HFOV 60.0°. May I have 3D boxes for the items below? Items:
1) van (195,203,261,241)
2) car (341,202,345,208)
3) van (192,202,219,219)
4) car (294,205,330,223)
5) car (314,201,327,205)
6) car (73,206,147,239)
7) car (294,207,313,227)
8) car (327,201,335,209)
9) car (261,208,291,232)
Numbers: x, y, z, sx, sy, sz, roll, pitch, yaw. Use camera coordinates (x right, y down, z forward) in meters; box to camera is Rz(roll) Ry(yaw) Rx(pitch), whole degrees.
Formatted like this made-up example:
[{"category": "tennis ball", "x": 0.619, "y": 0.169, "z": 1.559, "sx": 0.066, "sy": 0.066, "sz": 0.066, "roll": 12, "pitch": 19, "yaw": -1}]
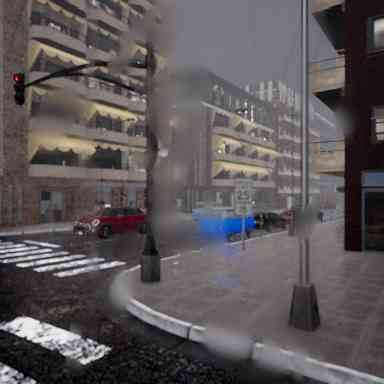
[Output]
[{"category": "van", "x": 2.157, "y": 1.703, "z": 18.834, "sx": 1.690, "sy": 1.788, "sz": 3.998, "roll": -1, "pitch": -2, "yaw": 35}, {"category": "car", "x": 40.019, "y": 3.373, "z": 86.795, "sx": 1.752, "sy": 1.417, "sz": 4.829, "roll": -1, "pitch": -2, "yaw": 35}, {"category": "van", "x": 1.603, "y": 1.901, "z": 32.756, "sx": 1.690, "sy": 1.788, "sz": 3.998, "roll": -1, "pitch": -2, "yaw": 35}, {"category": "car", "x": 11.647, "y": 2.232, "z": 32.473, "sx": 2.008, "sy": 1.369, "sz": 4.403, "roll": -1, "pitch": -2, "yaw": 35}, {"category": "car", "x": 24.069, "y": 2.887, "z": 64.355, "sx": 1.802, "sy": 1.307, "sz": 4.206, "roll": -1, "pitch": -2, "yaw": 35}, {"category": "car", "x": -4.621, "y": 1.638, "z": 19.455, "sx": 2.097, "sy": 1.767, "sz": 4.553, "roll": 0, "pitch": -1, "yaw": 35}, {"category": "car", "x": 8.437, "y": 2.157, "z": 27.956, "sx": 1.802, "sy": 1.307, "sz": 4.206, "roll": -1, "pitch": -2, "yaw": 35}, {"category": "car", "x": 27.277, "y": 2.726, "z": 68.876, "sx": 2.192, "sy": 1.841, "sz": 5.009, "roll": -1, "pitch": -2, "yaw": 35}, {"category": "car", "x": 5.229, "y": 2.034, "z": 23.442, "sx": 1.947, "sy": 1.339, "sz": 4.313, "roll": -1, "pitch": -2, "yaw": 35}]
